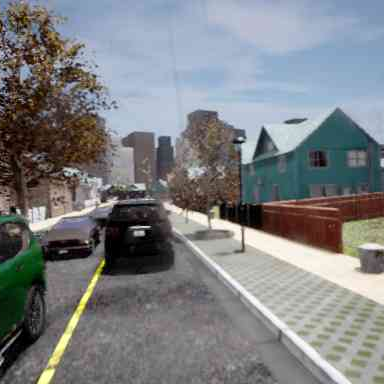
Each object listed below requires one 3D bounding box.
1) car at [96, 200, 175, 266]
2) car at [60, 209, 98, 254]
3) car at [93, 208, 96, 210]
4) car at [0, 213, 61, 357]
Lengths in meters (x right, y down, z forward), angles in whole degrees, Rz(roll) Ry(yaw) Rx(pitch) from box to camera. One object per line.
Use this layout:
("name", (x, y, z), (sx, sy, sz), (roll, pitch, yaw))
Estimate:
("car", (-1.889, 1.309, 12.227), (2.150, 2.045, 5.566), (-2, 0, -8))
("car", (-5.041, 1.760, 14.495), (2.033, 1.411, 5.357), (-2, 0, -10))
("car", (-6.860, 1.849, 25.629), (2.033, 1.411, 5.357), (-2, 0, -9))
("car", (-3.327, 1.354, 3.615), (2.150, 2.045, 5.566), (-2, 0, -8))
